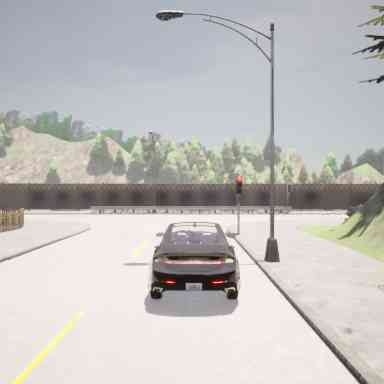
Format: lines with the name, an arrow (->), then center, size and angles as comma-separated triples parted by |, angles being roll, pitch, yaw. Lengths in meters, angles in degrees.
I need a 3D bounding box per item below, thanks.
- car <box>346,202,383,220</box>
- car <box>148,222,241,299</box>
car -> 15.513, 1.545, 27.120 | 5.357, 1.411, 2.033 | 0, 0, 0
car -> 0.069, 1.491, 8.417 | 2.128, 1.511, 4.902 | 0, 0, 1
